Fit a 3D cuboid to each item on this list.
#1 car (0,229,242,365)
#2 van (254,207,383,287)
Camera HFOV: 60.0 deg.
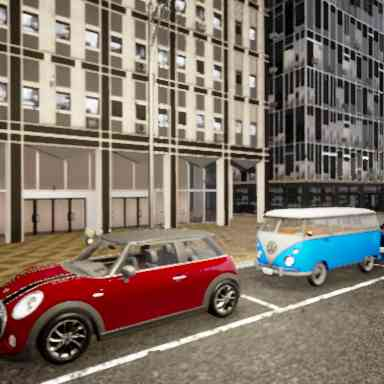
[{"bbox_3d":[-1.137,1.439,5.753,4.097,1.590,1.967,0,0,-36],"label":"car"},{"bbox_3d":[3.494,1.337,9.061,3.998,1.788,1.690,0,0,-36],"label":"van"}]
